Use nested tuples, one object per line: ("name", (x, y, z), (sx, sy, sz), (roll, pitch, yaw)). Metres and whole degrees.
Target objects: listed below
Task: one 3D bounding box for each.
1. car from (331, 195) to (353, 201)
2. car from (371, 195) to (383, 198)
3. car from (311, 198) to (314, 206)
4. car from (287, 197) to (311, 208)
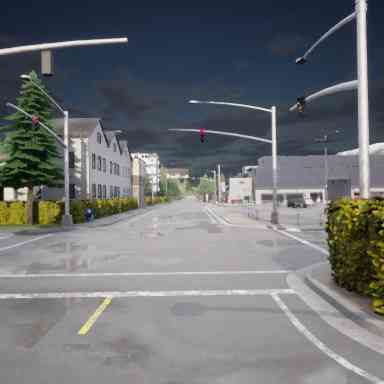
("car", (25.504, 1.398, 56.519), (2.152, 1.636, 5.027), (-1, -1, 0))
("car", (19.127, 1.183, 31.256), (1.905, 1.878, 3.866), (-1, -1, 0))
("car", (19.090, 1.573, 56.182), (1.970, 1.475, 3.806), (-1, -1, 0))
("car", (15.442, 1.629, 49.125), (2.007, 1.523, 4.514), (-1, -1, 0))
